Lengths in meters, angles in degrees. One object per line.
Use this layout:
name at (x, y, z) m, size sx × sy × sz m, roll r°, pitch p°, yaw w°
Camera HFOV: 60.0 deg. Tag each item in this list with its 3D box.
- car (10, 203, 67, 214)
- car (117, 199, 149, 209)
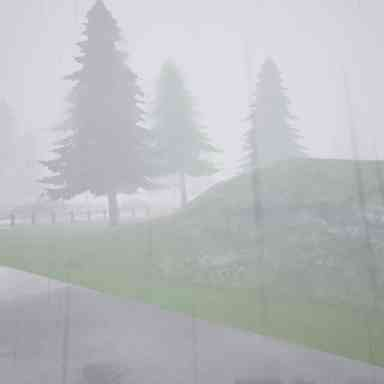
car at (-14.214, 1.386, 31.038) m, size 2.128 × 1.511 × 4.902 m, roll 0°, pitch 0°, yaw 44°
car at (-6.949, 1.466, 37.928) m, size 4.181 × 1.385 × 1.994 m, roll 0°, pitch 0°, yaw -39°
